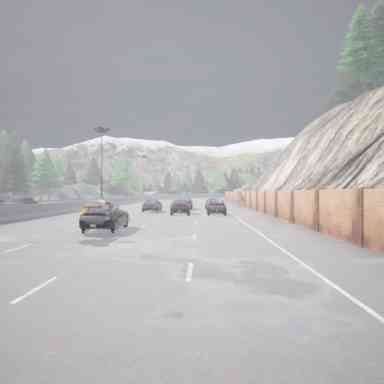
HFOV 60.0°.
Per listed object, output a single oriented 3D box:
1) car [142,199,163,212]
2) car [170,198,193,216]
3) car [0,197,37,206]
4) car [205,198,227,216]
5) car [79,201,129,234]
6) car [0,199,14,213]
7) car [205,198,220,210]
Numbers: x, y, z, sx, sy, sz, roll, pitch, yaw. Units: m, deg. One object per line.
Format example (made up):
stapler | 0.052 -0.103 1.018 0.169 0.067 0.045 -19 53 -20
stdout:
car | -4.496 1.545 37.867 2.033 1.411 5.357 0 0 1
car | -1.115 1.503 33.045 1.837 1.490 4.892 0 0 1
car | -18.661 1.349 35.866 2.097 1.767 4.553 0 0 2
car | 2.381 1.490 32.811 2.128 1.511 4.902 0 0 1
car | -4.961 1.490 19.309 2.128 1.511 4.902 0 0 1
car | -22.119 1.546 37.039 1.837 1.490 4.892 0 0 1
car | 2.642 1.523 43.256 1.812 1.442 4.674 0 0 1
